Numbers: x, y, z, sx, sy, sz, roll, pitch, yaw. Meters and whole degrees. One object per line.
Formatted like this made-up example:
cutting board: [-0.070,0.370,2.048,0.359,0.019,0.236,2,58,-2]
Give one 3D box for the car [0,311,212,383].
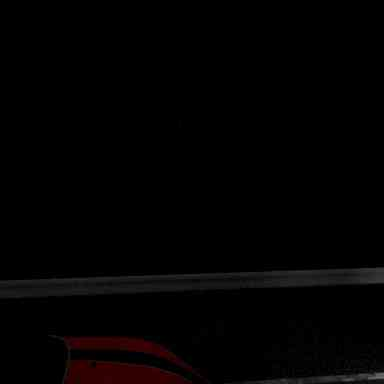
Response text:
car: [-1.869,1.352,1.646,4.553,1.767,2.097,0,0,-6]
